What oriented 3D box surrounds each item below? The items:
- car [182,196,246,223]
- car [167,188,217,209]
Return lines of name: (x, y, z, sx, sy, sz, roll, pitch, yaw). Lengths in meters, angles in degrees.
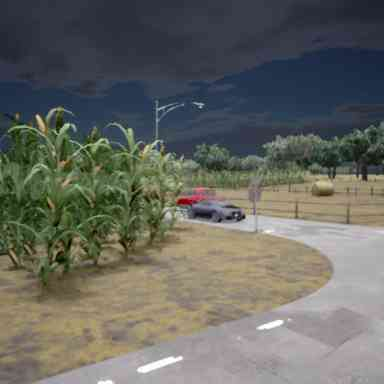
car: (1.525, 1.181, 21.688, 1.994, 1.385, 4.181, -1, 2, -35)
car: (0.006, 0.685, 28.707, 2.150, 2.045, 5.566, -1, 2, -35)
